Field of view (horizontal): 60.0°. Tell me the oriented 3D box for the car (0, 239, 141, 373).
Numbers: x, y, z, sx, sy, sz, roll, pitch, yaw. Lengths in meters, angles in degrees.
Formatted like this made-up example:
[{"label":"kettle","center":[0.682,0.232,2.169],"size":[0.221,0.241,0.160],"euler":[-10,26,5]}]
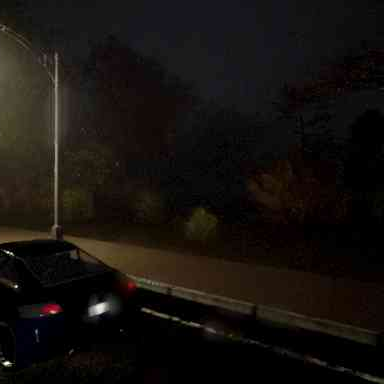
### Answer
[{"label":"car","center":[-2.858,1.508,5.634],"size":[4.181,1.385,1.994],"euler":[1,0,36]}]
